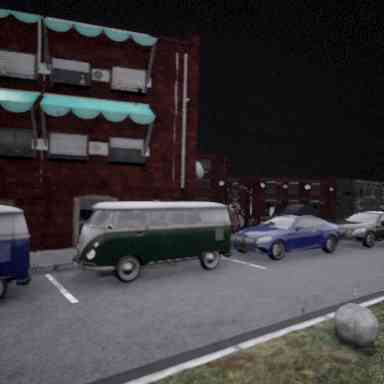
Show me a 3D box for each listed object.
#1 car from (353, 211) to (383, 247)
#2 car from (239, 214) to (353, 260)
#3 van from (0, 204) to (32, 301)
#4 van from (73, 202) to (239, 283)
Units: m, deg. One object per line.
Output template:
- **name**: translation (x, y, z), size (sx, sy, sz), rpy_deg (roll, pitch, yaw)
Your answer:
- **car**: translation (8.385, 1.635, 15.580), size (4.674, 1.452, 2.002), rpy_deg (1, -1, -31)
- **car**: translation (3.706, 1.570, 12.611), size (4.674, 1.452, 2.002), rpy_deg (1, 0, -33)
- **van**: translation (-5.589, 1.240, 6.350), size (4.442, 1.987, 1.878), rpy_deg (0, 0, -35)
- **van**: translation (-1.036, 1.260, 9.503), size (4.442, 1.987, 1.878), rpy_deg (1, 0, -33)
